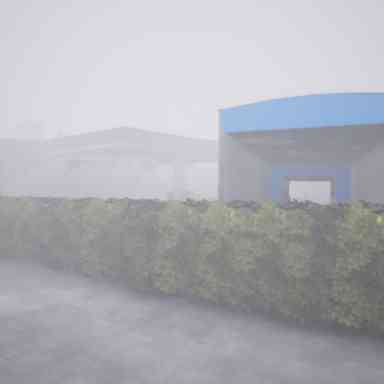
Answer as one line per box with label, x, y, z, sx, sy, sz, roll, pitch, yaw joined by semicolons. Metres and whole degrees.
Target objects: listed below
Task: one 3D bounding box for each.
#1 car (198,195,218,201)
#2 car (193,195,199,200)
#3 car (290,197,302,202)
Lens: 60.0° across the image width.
car;3.489;1.722;60.260;1.970;1.475;3.806;0;0;37
car;1.212;1.443;62.758;1.905;1.878;3.866;0;0;37
car;18.078;1.713;58.940;2.007;1.523;4.514;0;0;37
